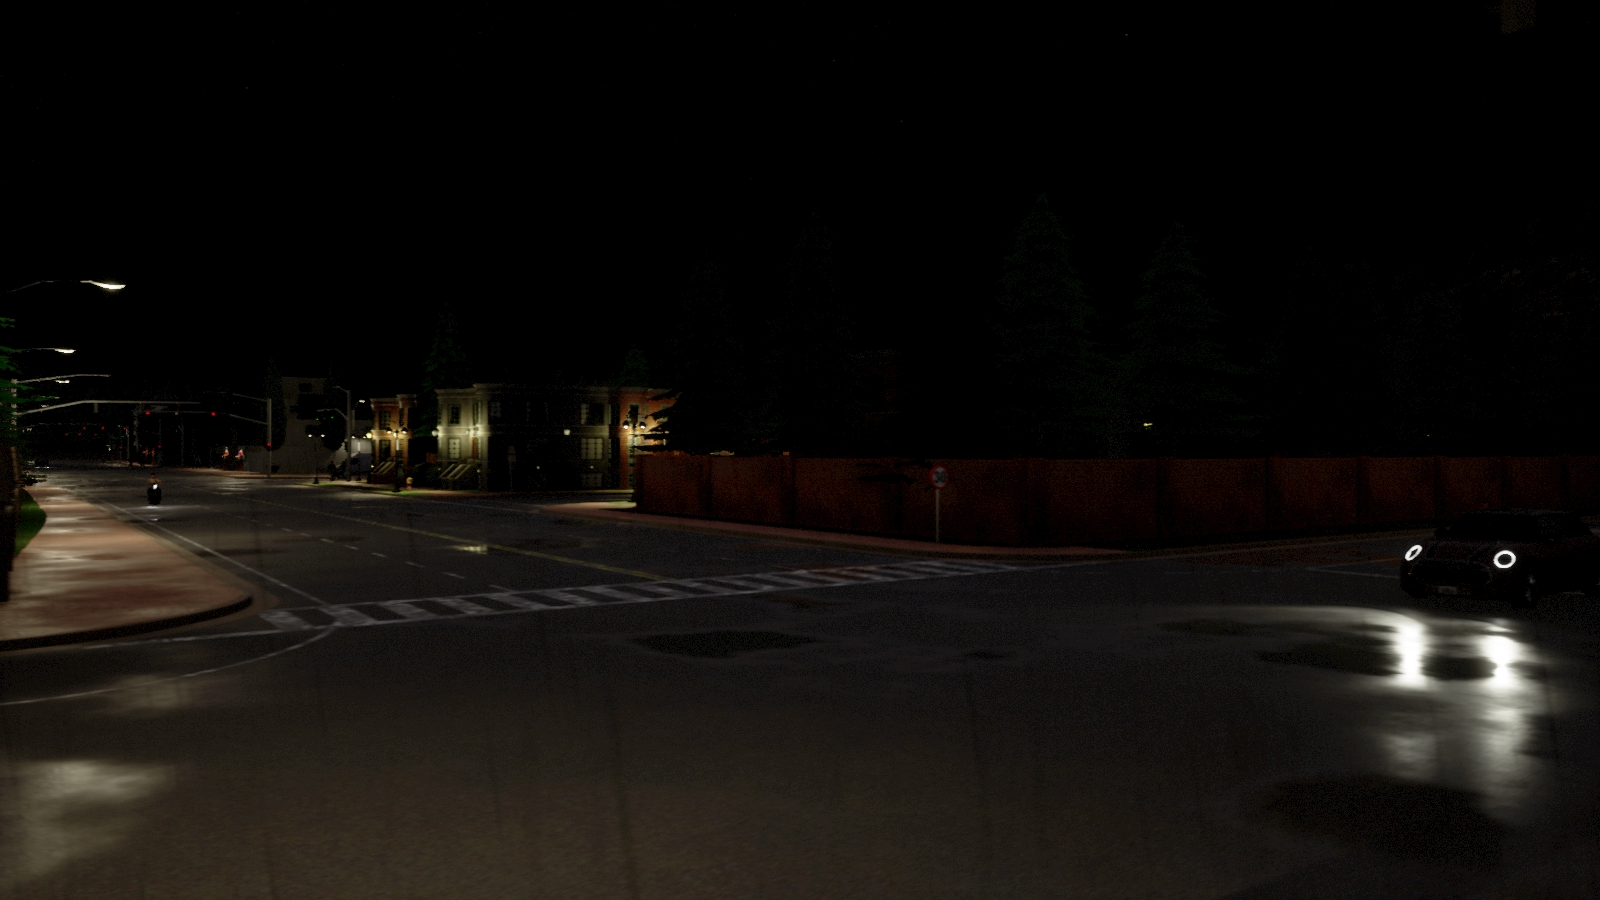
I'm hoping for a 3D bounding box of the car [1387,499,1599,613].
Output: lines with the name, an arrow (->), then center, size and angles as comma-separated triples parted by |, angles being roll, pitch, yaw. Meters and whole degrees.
car -> 13.389, 1.915, 21.728 | 4.553, 1.767, 2.097 | 0, 0, -35
